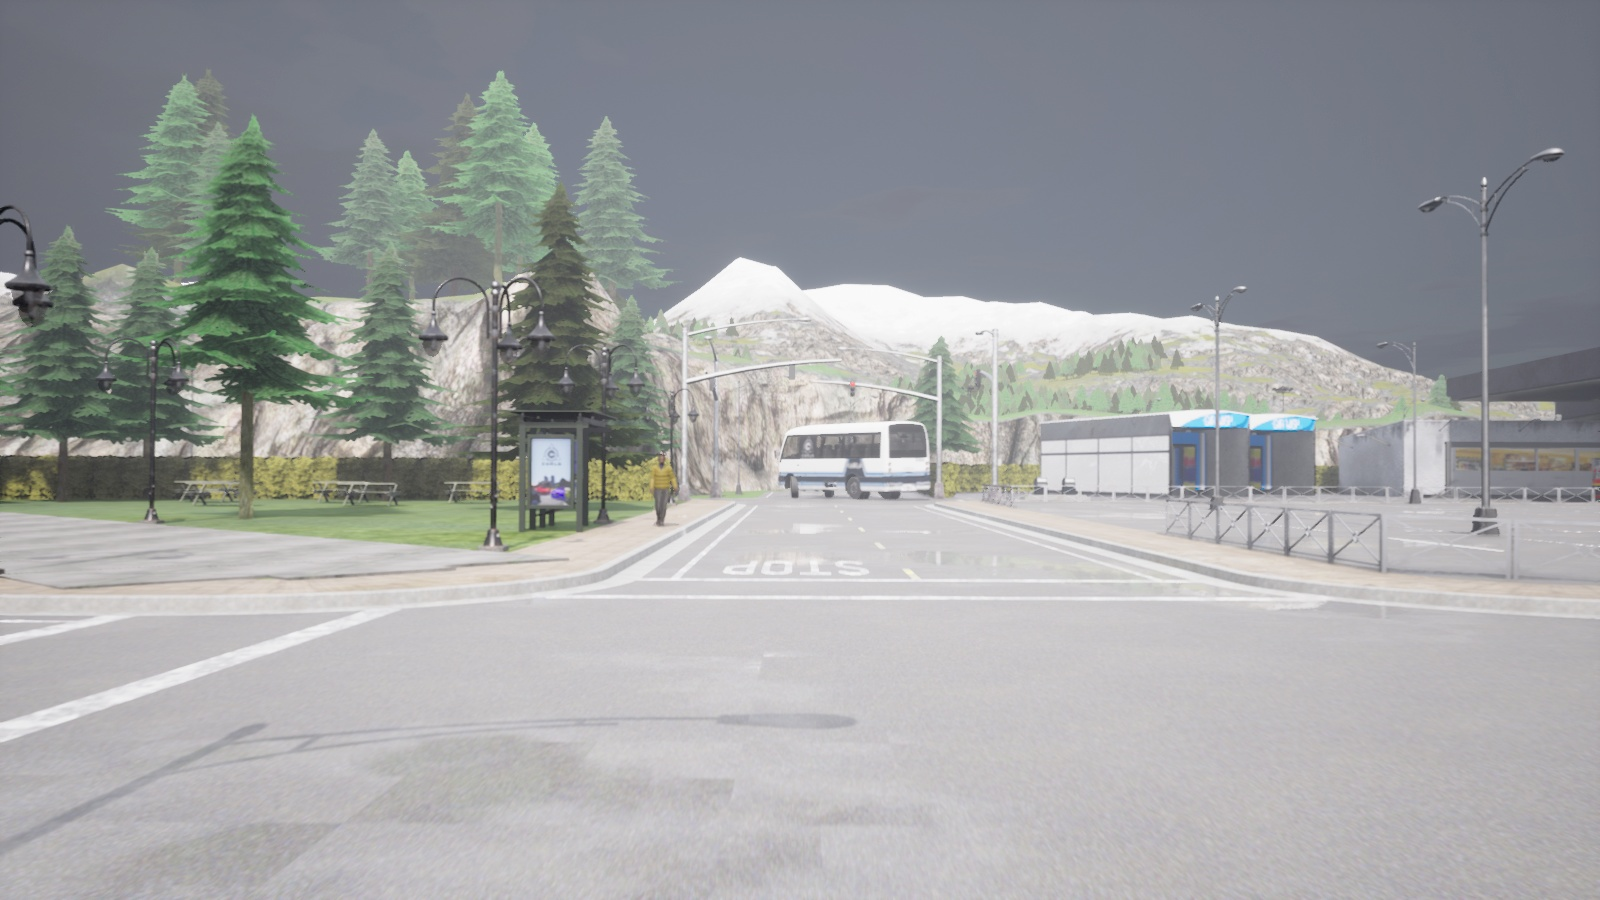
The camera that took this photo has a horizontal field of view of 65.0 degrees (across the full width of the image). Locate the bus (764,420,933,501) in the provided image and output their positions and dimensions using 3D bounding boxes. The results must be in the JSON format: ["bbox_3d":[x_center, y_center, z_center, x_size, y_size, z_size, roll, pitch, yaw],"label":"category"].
[{"bbox_3d":[2.554,0.606,71.474,3.944,4.253,10.273,-1,0,-36],"label":"bus"}]

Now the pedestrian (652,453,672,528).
[{"bbox_3d":[-3.407,0.995,31.055,0.431,1.840,0.709,0,-1,-2],"label":"pedestrian"}]
